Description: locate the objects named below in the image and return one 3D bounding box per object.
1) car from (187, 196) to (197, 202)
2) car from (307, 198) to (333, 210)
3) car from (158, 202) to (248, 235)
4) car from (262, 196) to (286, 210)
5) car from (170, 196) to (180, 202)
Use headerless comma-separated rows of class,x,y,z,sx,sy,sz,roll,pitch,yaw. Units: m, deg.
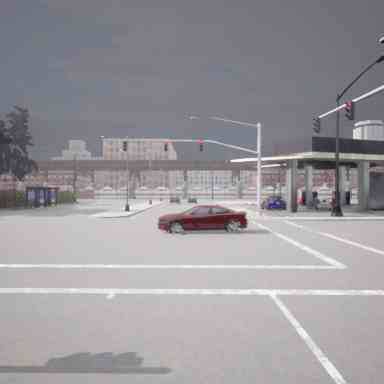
car,0.040,1.547,64.364,2.033,1.411,5.357,0,0,0
car,15.480,1.456,40.442,1.970,1.475,3.806,0,0,0
car,0.612,1.477,18.513,5.008,1.535,1.882,0,0,-9
car,9.735,1.295,39.683,2.242,1.667,4.611,0,0,0
car,-3.358,1.491,66.287,2.128,1.511,4.902,0,0,0
